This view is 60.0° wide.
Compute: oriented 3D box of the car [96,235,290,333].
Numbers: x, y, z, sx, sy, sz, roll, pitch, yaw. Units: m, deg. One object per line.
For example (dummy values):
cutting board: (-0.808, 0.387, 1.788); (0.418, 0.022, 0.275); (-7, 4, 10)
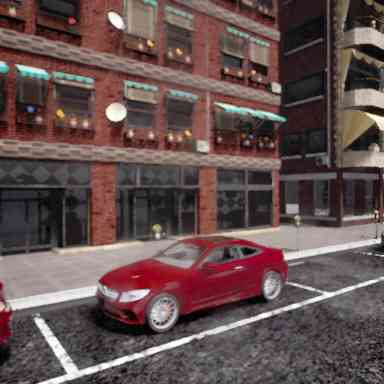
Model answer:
car: (0.224, 1.580, 6.729); (4.206, 1.307, 1.802); (0, 0, -36)

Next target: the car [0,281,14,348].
car: (-4.274, 1.583, 3.519); (4.206, 1.307, 1.802); (0, 0, -36)

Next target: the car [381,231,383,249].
car: (9.222, 1.558, 13.149); (4.313, 1.339, 1.947); (0, 0, -36)
